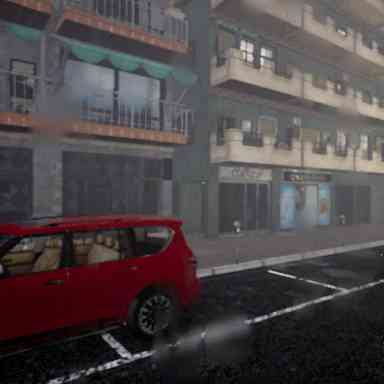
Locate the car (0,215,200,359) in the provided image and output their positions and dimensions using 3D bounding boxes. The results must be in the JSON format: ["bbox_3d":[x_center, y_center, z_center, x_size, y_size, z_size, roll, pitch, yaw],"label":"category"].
[{"bbox_3d":[-2.181,1.322,5.007,5.009,1.841,2.192,0,0,-36],"label":"car"}]
